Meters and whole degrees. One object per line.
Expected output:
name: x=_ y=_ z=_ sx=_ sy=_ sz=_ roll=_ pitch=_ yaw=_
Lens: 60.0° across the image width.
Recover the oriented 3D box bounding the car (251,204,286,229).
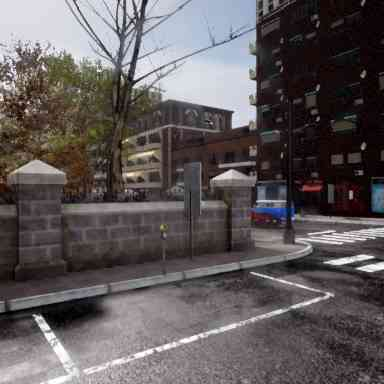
car: x=4.461 y=1.834 z=24.276 sx=1.994 sy=1.385 sz=4.181 roll=0 pitch=-1 yaw=-36

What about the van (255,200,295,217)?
van: x=7.313 y=1.643 z=30.193 sx=1.690 sy=1.788 sz=3.998 roll=-1 pitch=0 yaw=-36
